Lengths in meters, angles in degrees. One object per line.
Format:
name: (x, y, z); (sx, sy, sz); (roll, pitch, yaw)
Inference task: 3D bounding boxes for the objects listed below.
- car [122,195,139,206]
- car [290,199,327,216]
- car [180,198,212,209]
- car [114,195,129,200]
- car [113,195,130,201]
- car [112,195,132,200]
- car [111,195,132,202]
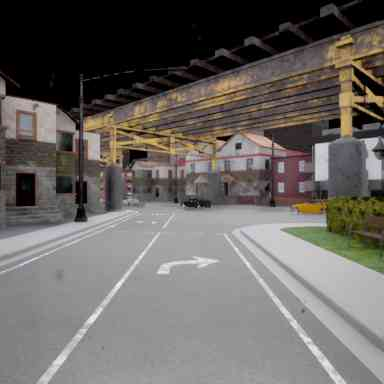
car: (-10.814, 1.553, 56.592); (1.812, 1.442, 4.674); (0, 0, -45)
car: (12.305, 1.494, 33.316); (1.882, 1.535, 5.008); (0, 0, -45)
car: (0.524, 1.527, 45.200); (1.837, 1.490, 4.892); (0, 0, -45)
car: (-17.627, 1.336, 83.786); (1.853, 1.218, 4.536); (0, 0, 15)
car: (-17.641, 1.493, 83.736); (2.038, 1.542, 4.974); (0, 0, 15)
car: (-16.907, 1.334, 80.081); (4.536, 1.218, 1.853); (0, 0, -15)
car: (-16.957, 1.492, 80.068); (4.974, 1.542, 2.038); (0, 0, -15)
